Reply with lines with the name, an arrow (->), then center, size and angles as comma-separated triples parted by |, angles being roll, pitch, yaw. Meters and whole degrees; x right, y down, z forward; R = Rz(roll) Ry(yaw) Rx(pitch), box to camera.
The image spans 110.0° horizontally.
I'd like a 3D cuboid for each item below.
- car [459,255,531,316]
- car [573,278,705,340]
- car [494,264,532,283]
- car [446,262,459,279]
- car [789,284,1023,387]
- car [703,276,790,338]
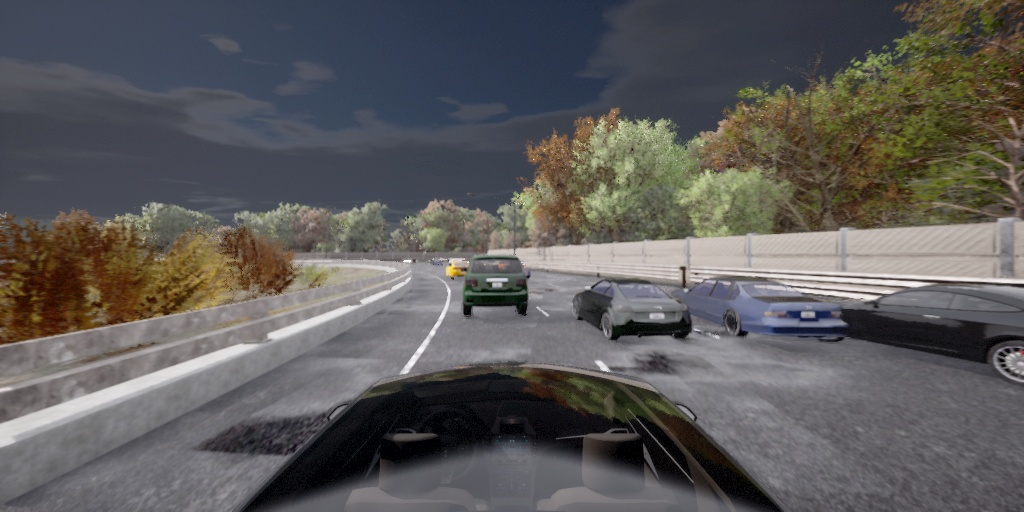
car -> -0.750, 0.975, 13.593 | 2.150, 2.045, 5.566 | 0, 0, -6
car -> 3.055, 1.303, 9.948 | 1.994, 1.385, 4.181 | 0, 0, -5
car -> -0.060, 1.351, 28.638 | 1.895, 1.301, 4.718 | 0, 0, -15
car -> -4.843, 1.245, 32.505 | 1.882, 1.535, 5.008 | 0, 0, -17
car -> 8.283, 1.246, 6.807 | 1.812, 1.442, 4.674 | 0, -1, -10
car -> 6.274, 1.276, 10.030 | 2.033, 1.411, 5.357 | 0, 0, 2
